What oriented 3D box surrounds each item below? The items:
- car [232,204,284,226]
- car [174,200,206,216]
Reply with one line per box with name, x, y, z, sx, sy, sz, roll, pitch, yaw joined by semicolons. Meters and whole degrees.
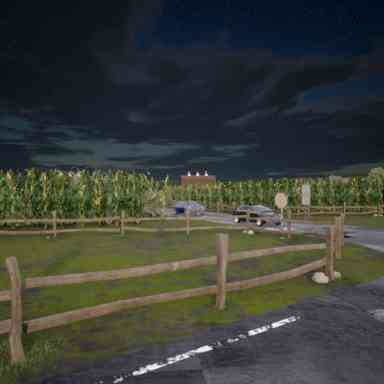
car;4.895;1.703;25.254;1.837;1.490;4.892;0;0;-26
car;-0.298;1.687;36.294;2.097;1.767;4.553;0;-1;-25
